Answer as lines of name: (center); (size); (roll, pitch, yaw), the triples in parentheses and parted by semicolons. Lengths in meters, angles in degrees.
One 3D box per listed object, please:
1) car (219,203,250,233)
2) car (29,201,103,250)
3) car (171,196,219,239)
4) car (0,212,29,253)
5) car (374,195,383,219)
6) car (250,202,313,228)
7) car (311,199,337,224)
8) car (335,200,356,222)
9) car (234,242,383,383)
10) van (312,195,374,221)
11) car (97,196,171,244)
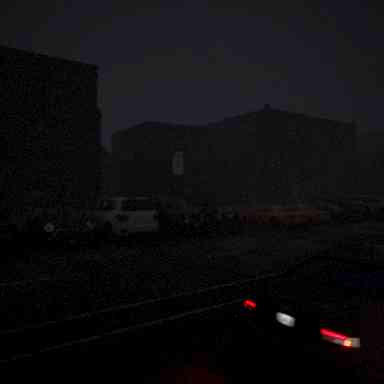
car: (0.844, 1.393, 19.505); (2.185, 1.767, 4.553); (0, 0, -36)
car: (-5.917, 1.369, 14.742); (2.185, 1.767, 4.553); (0, 0, -36)
car: (-1.400, 1.259, 17.903); (2.435, 2.045, 5.566); (0, 0, -36)
car: (-8.159, 1.523, 13.136); (2.163, 1.488, 4.792); (0, 0, -36)
car: (14.264, 1.419, 29.189); (2.185, 1.767, 4.553); (0, 0, -36)
car: (5.203, 1.530, 22.892); (1.946, 1.575, 5.366); (0, 0, -36)
car: (7.447, 1.536, 24.498); (1.946, 1.575, 5.366); (0, 0, -36)
car: (9.798, 1.582, 25.950); (2.002, 1.452, 4.674); (0, 0, -36)
car: (3.141, 1.557, 5.369); (5.357, 1.411, 2.033); (0, 0, -35)
van: (12.108, 1.318, 27.463); (1.878, 1.987, 4.442); (0, 0, -36)
car: (-3.675, 1.251, 16.344); (2.435, 2.045, 5.566); (0, 0, -36)
